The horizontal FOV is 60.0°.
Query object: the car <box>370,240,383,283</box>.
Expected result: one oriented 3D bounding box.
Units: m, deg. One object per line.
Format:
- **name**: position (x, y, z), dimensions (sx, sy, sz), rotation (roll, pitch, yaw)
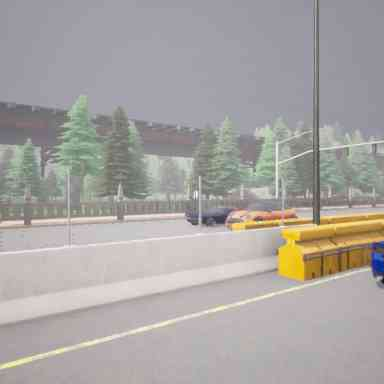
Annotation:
- **car**: position (6.472, 1.478, 8.382), dimensions (5.008, 1.535, 1.882), rotation (0, 0, -36)
